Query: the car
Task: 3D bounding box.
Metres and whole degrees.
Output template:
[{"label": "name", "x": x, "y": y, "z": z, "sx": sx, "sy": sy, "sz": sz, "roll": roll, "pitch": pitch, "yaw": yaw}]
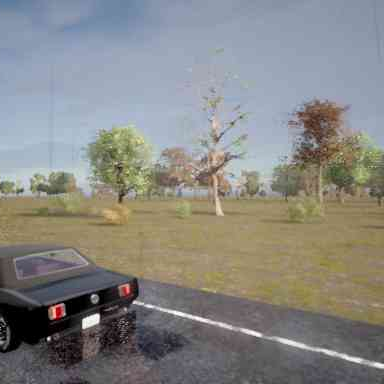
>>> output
[{"label": "car", "x": -3.301, "y": 1.643, "z": 6.226, "sx": 4.718, "sy": 1.301, "sz": 1.895, "roll": -1, "pitch": 0, "yaw": 35}]
